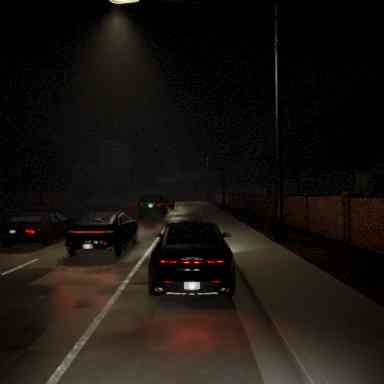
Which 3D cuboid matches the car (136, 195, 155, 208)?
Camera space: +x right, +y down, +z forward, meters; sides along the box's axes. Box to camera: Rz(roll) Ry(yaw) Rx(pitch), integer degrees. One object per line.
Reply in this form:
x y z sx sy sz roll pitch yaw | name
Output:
-6.797 1.373 48.823 2.097 1.767 4.553 0 0 0 | car

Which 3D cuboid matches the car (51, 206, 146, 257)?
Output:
-3.296 1.497 12.944 2.128 1.511 4.902 0 0 0 | car

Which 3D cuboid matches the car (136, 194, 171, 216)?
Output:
-3.407 1.234 29.873 2.150 2.045 5.566 0 0 0 | car

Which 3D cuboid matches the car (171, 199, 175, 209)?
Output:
-3.295 1.567 44.913 2.033 1.411 5.357 0 0 0 | car

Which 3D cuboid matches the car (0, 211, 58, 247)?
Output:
-6.796 1.554 15.141 2.033 1.411 5.357 0 0 0 | car

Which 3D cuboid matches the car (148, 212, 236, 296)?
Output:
0.000 1.508 8.652 1.837 1.490 4.892 0 0 0 | car
